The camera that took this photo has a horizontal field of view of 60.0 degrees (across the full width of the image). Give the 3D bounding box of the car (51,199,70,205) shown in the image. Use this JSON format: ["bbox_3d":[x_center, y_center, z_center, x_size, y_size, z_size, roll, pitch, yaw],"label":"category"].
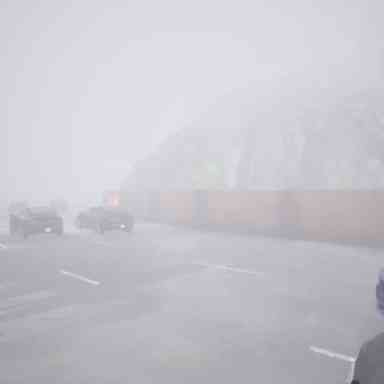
[{"bbox_3d":[-14.716,1.533,36.890,1.837,1.490,4.892,0,-1,-19],"label":"car"}]

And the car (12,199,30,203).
[{"bbox_3d":[-17.447,1.530,34.119,1.837,1.490,4.892,0,0,-21],"label":"car"}]

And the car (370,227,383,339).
[{"bbox_3d":[5.393,1.484,4.597,5.008,1.535,1.882,0,0,34],"label":"car"}]

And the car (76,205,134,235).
[{"bbox_3d":[-5.125,1.522,19.171,1.837,1.490,4.892,-1,0,-39],"label":"car"}]

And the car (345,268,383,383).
[{"bbox_3d":[3.466,1.495,1.673,4.902,1.511,2.128,0,0,34],"label":"car"}]

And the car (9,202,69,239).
[{"bbox_3d":[-8.280,1.519,17.556,1.837,1.490,4.892,0,0,-38],"label":"car"}]
